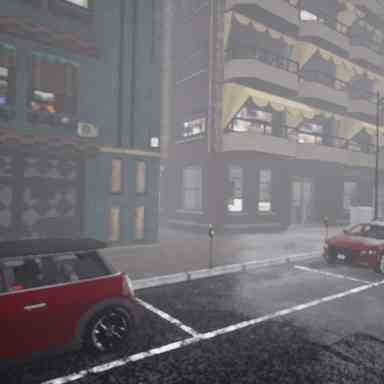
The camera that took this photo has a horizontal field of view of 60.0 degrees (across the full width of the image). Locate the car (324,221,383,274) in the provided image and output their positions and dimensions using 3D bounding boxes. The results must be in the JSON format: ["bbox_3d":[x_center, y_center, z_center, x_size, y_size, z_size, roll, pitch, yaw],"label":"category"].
[{"bbox_3d":[6.157,1.649,10.936,4.507,1.381,1.887,1,1,-35],"label":"car"}]

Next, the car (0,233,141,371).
[{"bbox_3d":[-2.862,1.442,4.499,4.097,1.590,1.967,1,1,-35],"label":"car"}]
